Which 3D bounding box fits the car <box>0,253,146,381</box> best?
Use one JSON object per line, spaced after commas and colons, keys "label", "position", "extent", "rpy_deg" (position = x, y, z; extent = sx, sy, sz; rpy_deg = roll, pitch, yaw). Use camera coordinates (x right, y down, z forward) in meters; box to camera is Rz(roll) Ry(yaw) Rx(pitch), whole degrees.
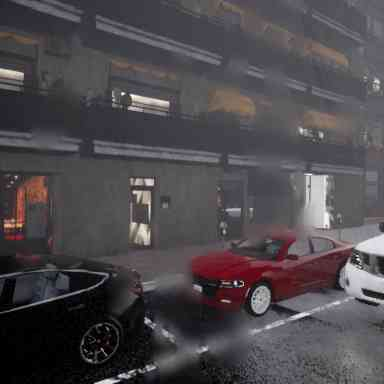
{"label": "car", "position": [-2.673, 1.566, 4.184], "extent": [4.313, 1.339, 1.947], "rpy_deg": [0, 1, -35]}

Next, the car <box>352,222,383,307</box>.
{"label": "car", "position": [5.496, 1.223, 6.871], "extent": [5.566, 2.045, 2.150], "rpy_deg": [0, 0, -35]}

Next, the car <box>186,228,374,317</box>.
{"label": "car", "position": [1.944, 1.546, 7.476], "extent": [4.507, 1.381, 1.887], "rpy_deg": [0, 1, -35]}
